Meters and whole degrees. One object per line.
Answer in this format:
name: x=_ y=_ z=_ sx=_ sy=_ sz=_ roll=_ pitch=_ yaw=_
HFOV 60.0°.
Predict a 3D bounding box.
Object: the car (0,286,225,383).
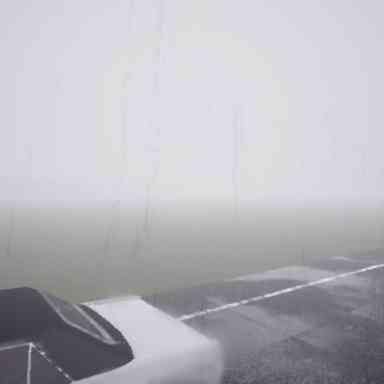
car: x=-2.106 y=1.601 z=2.490 sx=4.718 sy=1.301 sz=1.895 roll=0 pitch=0 yaw=-35
